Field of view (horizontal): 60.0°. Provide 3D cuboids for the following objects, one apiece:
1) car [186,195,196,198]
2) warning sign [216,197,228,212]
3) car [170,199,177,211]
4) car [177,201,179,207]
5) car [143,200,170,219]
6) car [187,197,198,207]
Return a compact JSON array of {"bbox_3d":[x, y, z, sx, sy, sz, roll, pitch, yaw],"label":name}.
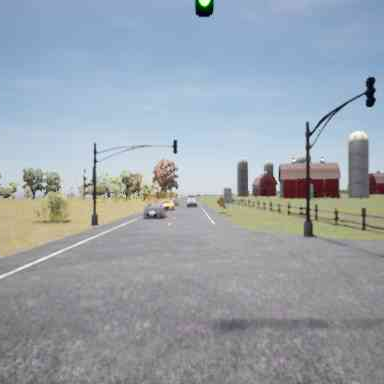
[{"bbox_3d":[-0.013,1.680,71.126,2.150,2.045,5.566,0,0,0],"label":"car"},{"bbox_3d":[3.535,1.477,39.729,1.300,1.860,1.060,0,-1,0],"label":"warning sign"},{"bbox_3d":[-3.586,1.912,48.207,1.882,1.535,5.008,0,-1,0],"label":"car"},{"bbox_3d":[-3.512,2.140,65.258,1.994,1.385,4.181,0,0,0],"label":"car"},{"bbox_3d":[-3.602,1.790,32.386,2.128,1.511,4.902,0,0,0],"label":"car"},{"bbox_3d":[-0.011,2.143,61.118,1.895,1.301,4.718,0,0,0],"label":"car"}]
